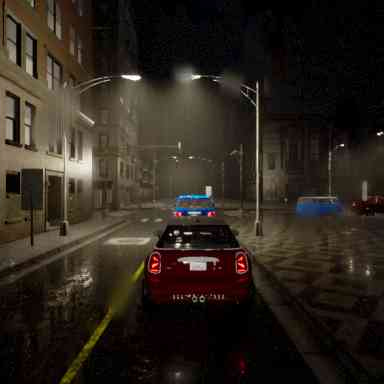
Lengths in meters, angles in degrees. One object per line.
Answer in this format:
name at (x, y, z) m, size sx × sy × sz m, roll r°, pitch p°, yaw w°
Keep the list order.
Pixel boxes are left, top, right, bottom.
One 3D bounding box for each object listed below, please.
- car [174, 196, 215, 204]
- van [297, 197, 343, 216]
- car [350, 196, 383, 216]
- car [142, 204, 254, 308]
car at (0.118, 1.207, 17.932) m, size 2.150 × 2.045 × 5.566 m, roll 0°, pitch 0°, yaw 0°
van at (11.757, 1.349, 30.819) m, size 3.998 × 1.788 × 1.690 m, roll 0°, pitch 0°, yaw -1°
car at (17.398, 1.322, 30.900) m, size 5.009 × 1.841 × 2.192 m, roll 0°, pitch 0°, yaw -1°
car at (0.109, 1.346, 8.075) m, size 2.097 × 1.767 × 4.553 m, roll 0°, pitch 0°, yaw 0°
